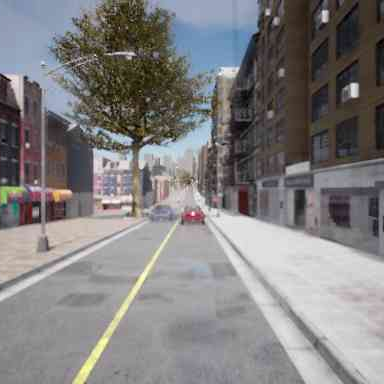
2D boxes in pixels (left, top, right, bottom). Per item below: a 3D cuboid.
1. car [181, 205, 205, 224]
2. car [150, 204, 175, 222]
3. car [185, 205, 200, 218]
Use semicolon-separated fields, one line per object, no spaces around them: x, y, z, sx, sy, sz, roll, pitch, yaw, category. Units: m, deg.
0.081;1.946;30.356;2.097;1.767;4.553;0;-1;0;car
-2.863;2.010;32.972;2.097;1.767;4.553;0;-1;0;car
0.080;2.408;42.179;1.837;1.490;4.892;0;-1;0;car
